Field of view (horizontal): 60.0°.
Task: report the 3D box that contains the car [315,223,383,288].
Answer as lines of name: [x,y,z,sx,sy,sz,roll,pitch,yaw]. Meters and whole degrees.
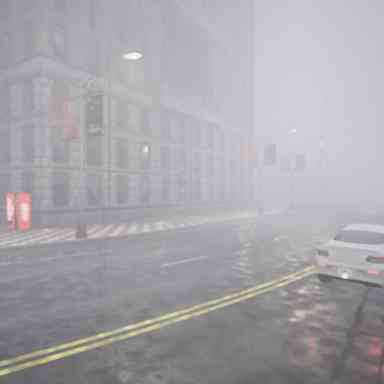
car: [4.788,1.524,8.625,1.812,1.442,4.674,0,-1,43]
